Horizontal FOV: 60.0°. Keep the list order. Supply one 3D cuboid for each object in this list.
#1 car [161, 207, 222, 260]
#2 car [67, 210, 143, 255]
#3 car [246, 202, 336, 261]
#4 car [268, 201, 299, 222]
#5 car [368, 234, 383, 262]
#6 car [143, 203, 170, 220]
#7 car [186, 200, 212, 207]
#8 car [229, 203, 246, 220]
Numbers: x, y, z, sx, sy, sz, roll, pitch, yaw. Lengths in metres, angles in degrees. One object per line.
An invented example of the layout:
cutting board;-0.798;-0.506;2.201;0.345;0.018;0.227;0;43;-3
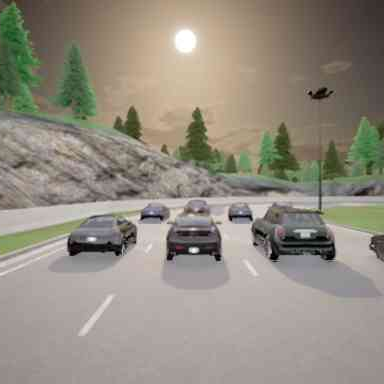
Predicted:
car;0.075;1.533;12.561;1.837;1.490;4.892;0;0;0
car;-3.420;1.594;13.399;1.994;1.385;4.181;0;0;0
car;3.575;1.379;12.567;2.097;1.767;4.553;0;0;0
car;7.571;1.569;27.920;1.837;1.490;4.892;0;0;7
car;7.050;1.568;9.158;2.033;1.411;5.357;0;0;1
car;-3.036;1.627;28.384;1.994;1.385;4.181;0;0;5
car;0.540;1.412;27.572;2.097;1.767;4.553;0;0;6
car;4.150;1.627;28.456;1.994;1.385;4.181;0;0;7
